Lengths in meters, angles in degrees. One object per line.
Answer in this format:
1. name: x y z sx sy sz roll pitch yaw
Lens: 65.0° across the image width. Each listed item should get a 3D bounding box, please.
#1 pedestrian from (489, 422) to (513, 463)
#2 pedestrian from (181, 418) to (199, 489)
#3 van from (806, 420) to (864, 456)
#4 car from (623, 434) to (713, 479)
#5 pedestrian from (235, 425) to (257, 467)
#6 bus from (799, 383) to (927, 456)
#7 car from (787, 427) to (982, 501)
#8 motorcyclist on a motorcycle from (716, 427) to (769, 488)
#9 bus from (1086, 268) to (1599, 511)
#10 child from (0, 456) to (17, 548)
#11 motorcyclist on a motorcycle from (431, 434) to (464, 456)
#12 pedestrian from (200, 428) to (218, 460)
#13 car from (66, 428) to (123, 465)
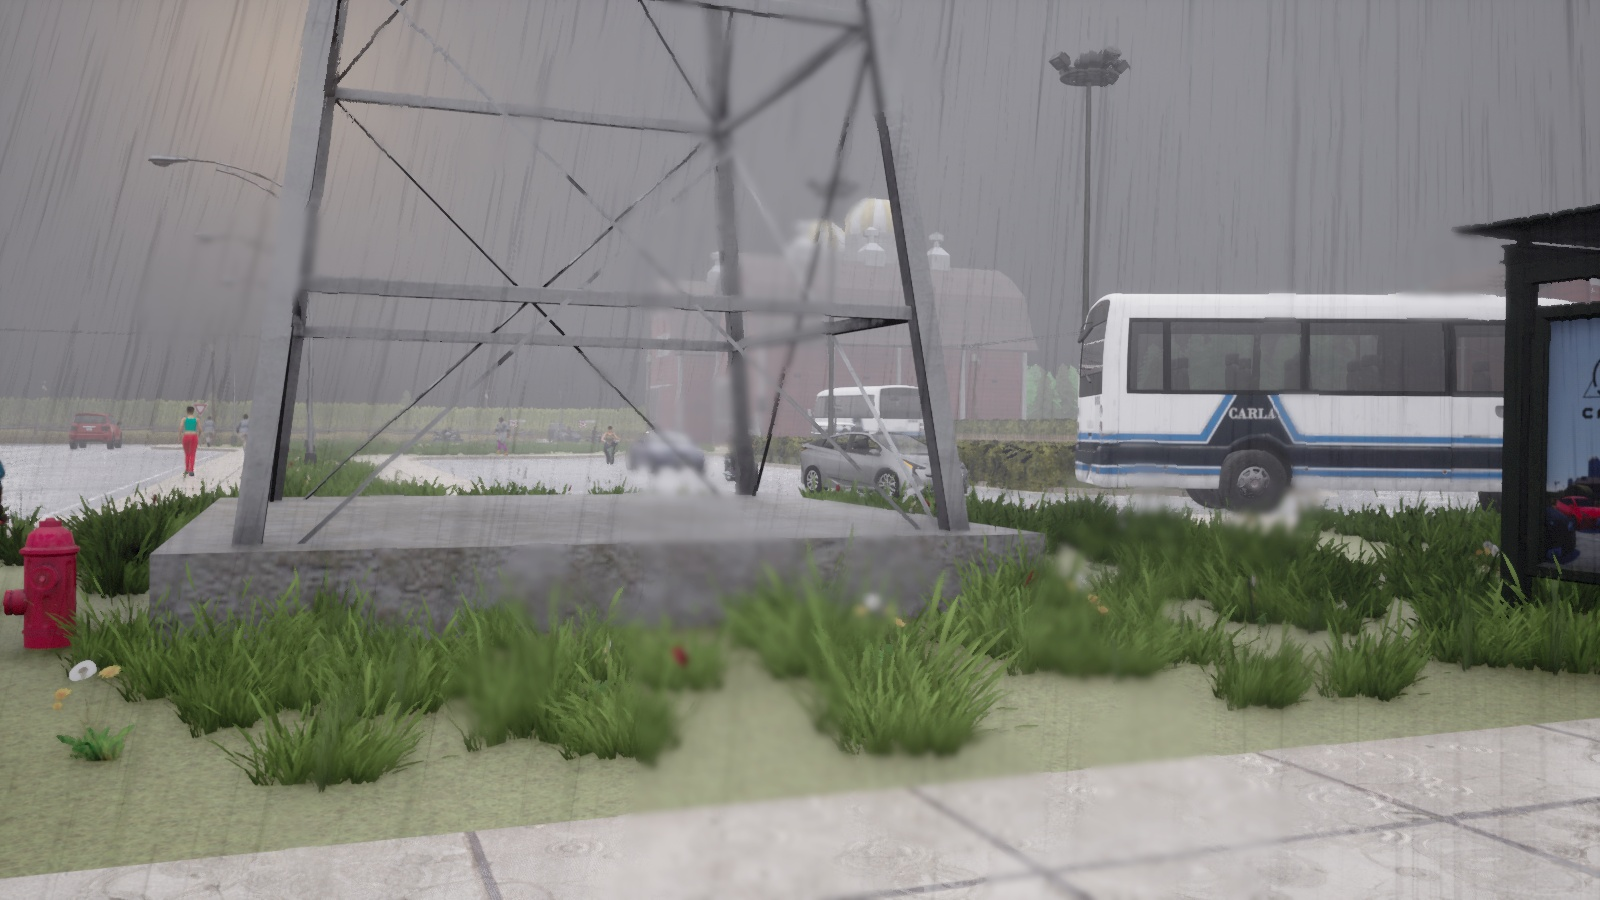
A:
1. pedestrian: -14.202 -0.364 59.676 0.659 1.952 0.873 0 1 36
2. pedestrian: -15.920 0.092 32.778 0.345 1.836 0.594 -1 1 -21
3. van: 2.010 -0.698 73.593 2.069 2.038 4.480 0 1 -18
4. car: -4.561 0.177 42.763 1.812 1.442 4.674 -1 1 -22
5. pedestrian: -24.551 -0.187 55.645 0.874 1.855 0.900 -1 1 -24
6. bus: 3.764 -1.905 78.661 3.944 4.253 10.273 -1 2 -22
7. car: 1.818 0.262 28.461 2.007 1.525 4.514 -1 1 -35
8. motorcyclist on a motorcycle: -1.635 0.191 35.296 0.766 1.649 2.350 -1 1 -21
9. bus: 11.107 -1.096 24.449 10.273 4.253 3.944 -1 1 4
10. child: -10.577 0.680 16.440 0.343 1.192 0.448 -1 1 -1
11. motorcyclist on a motorcycle: -25.367 -0.365 90.484 2.191 1.530 0.866 -1 1 -21
12. pedestrian: -33.761 -0.349 71.734 0.874 1.855 0.900 -1 1 -21
13. car: -40.545 -0.221 72.314 2.150 2.045 5.566 -1 1 -22
